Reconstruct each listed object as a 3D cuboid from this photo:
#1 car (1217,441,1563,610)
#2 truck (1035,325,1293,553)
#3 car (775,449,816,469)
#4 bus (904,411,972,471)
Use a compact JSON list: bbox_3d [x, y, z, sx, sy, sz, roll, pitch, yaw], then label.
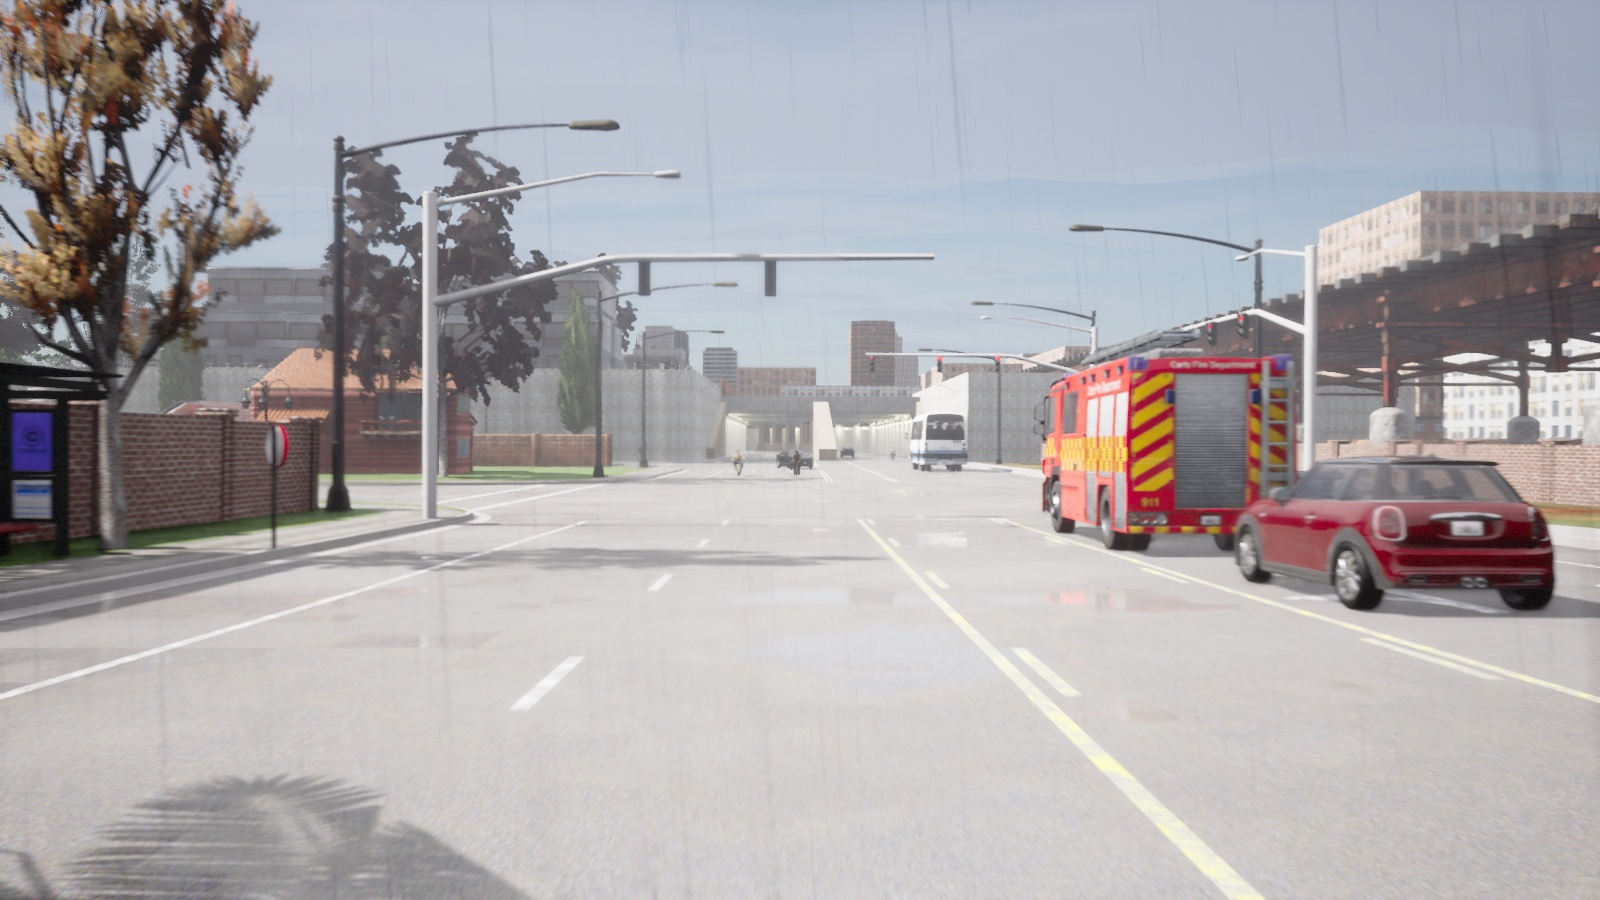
[{"bbox_3d":[6.962,0.811,15.481,2.097,1.767,4.553,0,0,0],"label":"car"},{"bbox_3d":[6.902,-0.157,25.337,2.891,3.827,8.468,0,0,1],"label":"truck"},{"bbox_3d":[-0.388,0.696,98.198,1.882,1.535,5.008,0,0,-17],"label":"car"},{"bbox_3d":[10.264,-0.678,94.719,3.944,4.253,10.273,0,0,0],"label":"bus"}]
